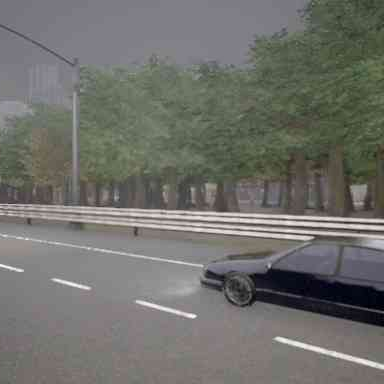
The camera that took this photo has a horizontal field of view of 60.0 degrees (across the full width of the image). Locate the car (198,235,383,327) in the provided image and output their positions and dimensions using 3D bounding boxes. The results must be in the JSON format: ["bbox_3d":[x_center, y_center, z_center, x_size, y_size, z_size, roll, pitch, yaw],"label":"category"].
[{"bbox_3d":[2.754,1.548,6.204,5.357,1.411,2.033,0,0,36],"label":"car"}]
